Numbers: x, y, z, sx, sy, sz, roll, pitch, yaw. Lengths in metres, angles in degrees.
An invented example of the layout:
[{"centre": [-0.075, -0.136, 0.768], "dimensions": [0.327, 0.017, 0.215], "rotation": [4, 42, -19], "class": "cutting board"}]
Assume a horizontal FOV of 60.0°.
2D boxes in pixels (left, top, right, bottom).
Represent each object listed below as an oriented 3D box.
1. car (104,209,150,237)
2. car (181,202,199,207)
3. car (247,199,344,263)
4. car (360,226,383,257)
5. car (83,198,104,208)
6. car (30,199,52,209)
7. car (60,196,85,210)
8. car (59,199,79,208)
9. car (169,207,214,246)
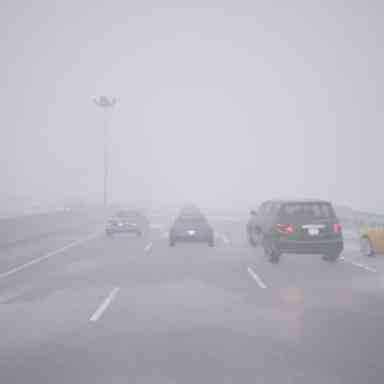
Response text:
[{"centre": [-3.563, 1.675, 19.057], "dimensions": [2.033, 1.411, 5.357], "rotation": [-1, 0, -1], "class": "car"}, {"centre": [-0.212, 1.736, 33.725], "dimensions": [1.994, 1.385, 4.181], "rotation": [-1, 0, -1], "class": "car"}, {"centre": [3.499, 1.253, 12.294], "dimensions": [2.150, 2.045, 5.566], "rotation": [-1, 0, 0], "class": "car"}, {"centre": [7.006, 1.467, 10.011], "dimensions": [1.882, 1.535, 5.008], "rotation": [0, 0, 0], "class": "car"}, {"centre": [-14.546, 1.935, 51.387], "dimensions": [2.033, 1.411, 5.357], "rotation": [-1, 0, 0], "class": "car"}, {"centre": [-25.047, 1.978, 55.432], "dimensions": [1.882, 1.535, 5.008], "rotation": [0, 1, 0], "class": "car"}, {"centre": [-18.053, 1.641, 51.684], "dimensions": [2.150, 2.045, 5.566], "rotation": [-1, 0, 0], "class": "car"}, {"centre": [-21.588, 2.012, 58.576], "dimensions": [1.812, 1.442, 4.674], "rotation": [0, 0, 0], "class": "car"}, {"centre": [-0.037, 1.644, 15.722], "dimensions": [1.994, 1.385, 4.181], "rotation": [-1, 0, 0], "class": "car"}]
